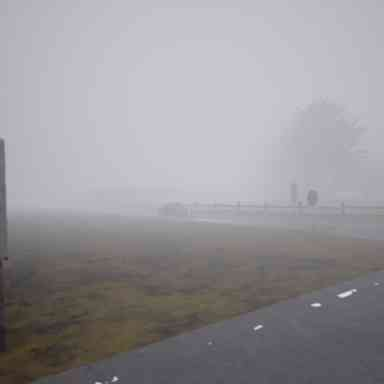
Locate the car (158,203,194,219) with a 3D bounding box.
[{"bbox_3d":[-1.691,1.870,34.035,2.128,1.511,4.902,-2,0,-35],"label":"car"}]
